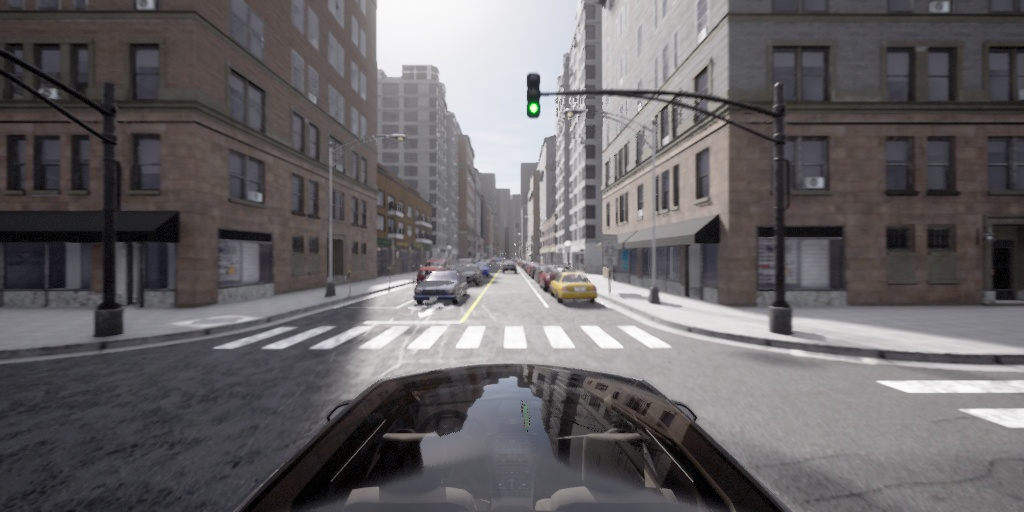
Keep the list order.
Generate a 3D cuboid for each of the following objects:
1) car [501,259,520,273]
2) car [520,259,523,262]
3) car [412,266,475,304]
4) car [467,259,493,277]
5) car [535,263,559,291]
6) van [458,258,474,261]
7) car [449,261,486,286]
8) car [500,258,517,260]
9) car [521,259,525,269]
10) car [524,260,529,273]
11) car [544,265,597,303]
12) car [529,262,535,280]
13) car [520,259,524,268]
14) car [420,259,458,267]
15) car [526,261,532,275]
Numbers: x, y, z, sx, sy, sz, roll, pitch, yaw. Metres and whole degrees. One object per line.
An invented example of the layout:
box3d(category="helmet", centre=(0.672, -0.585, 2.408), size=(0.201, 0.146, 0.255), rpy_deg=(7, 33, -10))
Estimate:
box3d(category="car", centre=(-0.319, 1.421, 45.879), size=(1.837, 1.490, 4.892), rpy_deg=(0, 0, 0))
box3d(category="car", centre=(2.426, 1.509, 60.988), size=(2.007, 1.370, 4.403), rpy_deg=(0, 0, 0))
box3d(category="car", centre=(-3.194, 1.367, 17.163), size=(2.033, 1.411, 5.357), rpy_deg=(0, 0, 0))
box3d(category="car", centre=(-3.253, 1.371, 37.254), size=(1.882, 1.535, 5.008), rpy_deg=(0, 0, 0))
box3d(category="car", centre=(2.721, 1.268, 22.307), size=(1.967, 1.591, 4.097), rpy_deg=(0, 0, 0))
box3d(category="van", centre=(-5.973, 1.263, 44.346), size=(1.690, 1.789, 3.998), rpy_deg=(0, 0, 0))
box3d(category="car", centre=(-3.233, 1.361, 26.862), size=(1.837, 1.490, 4.892), rpy_deg=(0, 0, 0))
box3d(category="car", centre=(-0.394, 1.300, 55.885), size=(2.097, 1.767, 4.553), rpy_deg=(0, 0, 0))
box3d(category="car", centre=(2.552, 1.457, 44.410), size=(2.007, 1.370, 4.403), rpy_deg=(0, 0, 0))
box3d(category="car", centre=(2.594, 1.433, 38.885), size=(1.888, 1.381, 4.507), rpy_deg=(0, 0, 0))
box3d(category="car", centre=(2.762, 1.333, 16.951), size=(1.751, 1.417, 4.829), rpy_deg=(0, 0, 0))
box3d(category="car", centre=(2.679, 1.399, 27.833), size=(2.007, 1.370, 4.403), rpy_deg=(0, 0, 0))
box3d(category="car", centre=(2.510, 1.506, 49.936), size=(1.802, 1.307, 4.207), rpy_deg=(0, 0, 0))
box3d(category="car", centre=(-5.847, 1.179, 27.768), size=(2.192, 1.841, 5.009), rpy_deg=(0, 0, 0))
box3d(category="car", centre=(2.637, 1.434, 33.359), size=(1.948, 1.339, 4.313), rpy_deg=(0, 0, 0))
